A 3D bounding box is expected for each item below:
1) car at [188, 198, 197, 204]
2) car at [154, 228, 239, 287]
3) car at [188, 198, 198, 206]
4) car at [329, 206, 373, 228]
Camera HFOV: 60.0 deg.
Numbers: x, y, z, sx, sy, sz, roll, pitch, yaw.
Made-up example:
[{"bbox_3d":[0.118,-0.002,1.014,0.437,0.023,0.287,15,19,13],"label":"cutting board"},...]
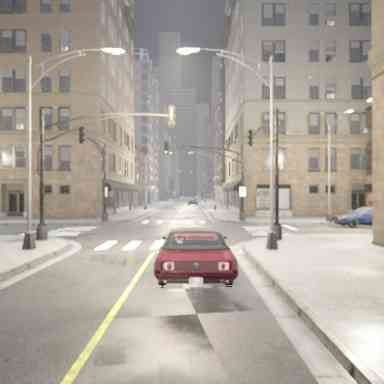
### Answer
[{"bbox_3d":[0.092,2.058,74.658,1.895,1.301,4.718,0,0,0],"label":"car"},{"bbox_3d":[0.075,1.664,9.487,1.895,1.301,4.718,0,0,0],"label":"car"},{"bbox_3d":[0.175,1.933,64.730,1.812,1.442,4.674,0,0,0],"label":"car"},{"bbox_3d":[12.196,1.660,22.338,5.357,1.411,2.033,0,0,3],"label":"car"}]
